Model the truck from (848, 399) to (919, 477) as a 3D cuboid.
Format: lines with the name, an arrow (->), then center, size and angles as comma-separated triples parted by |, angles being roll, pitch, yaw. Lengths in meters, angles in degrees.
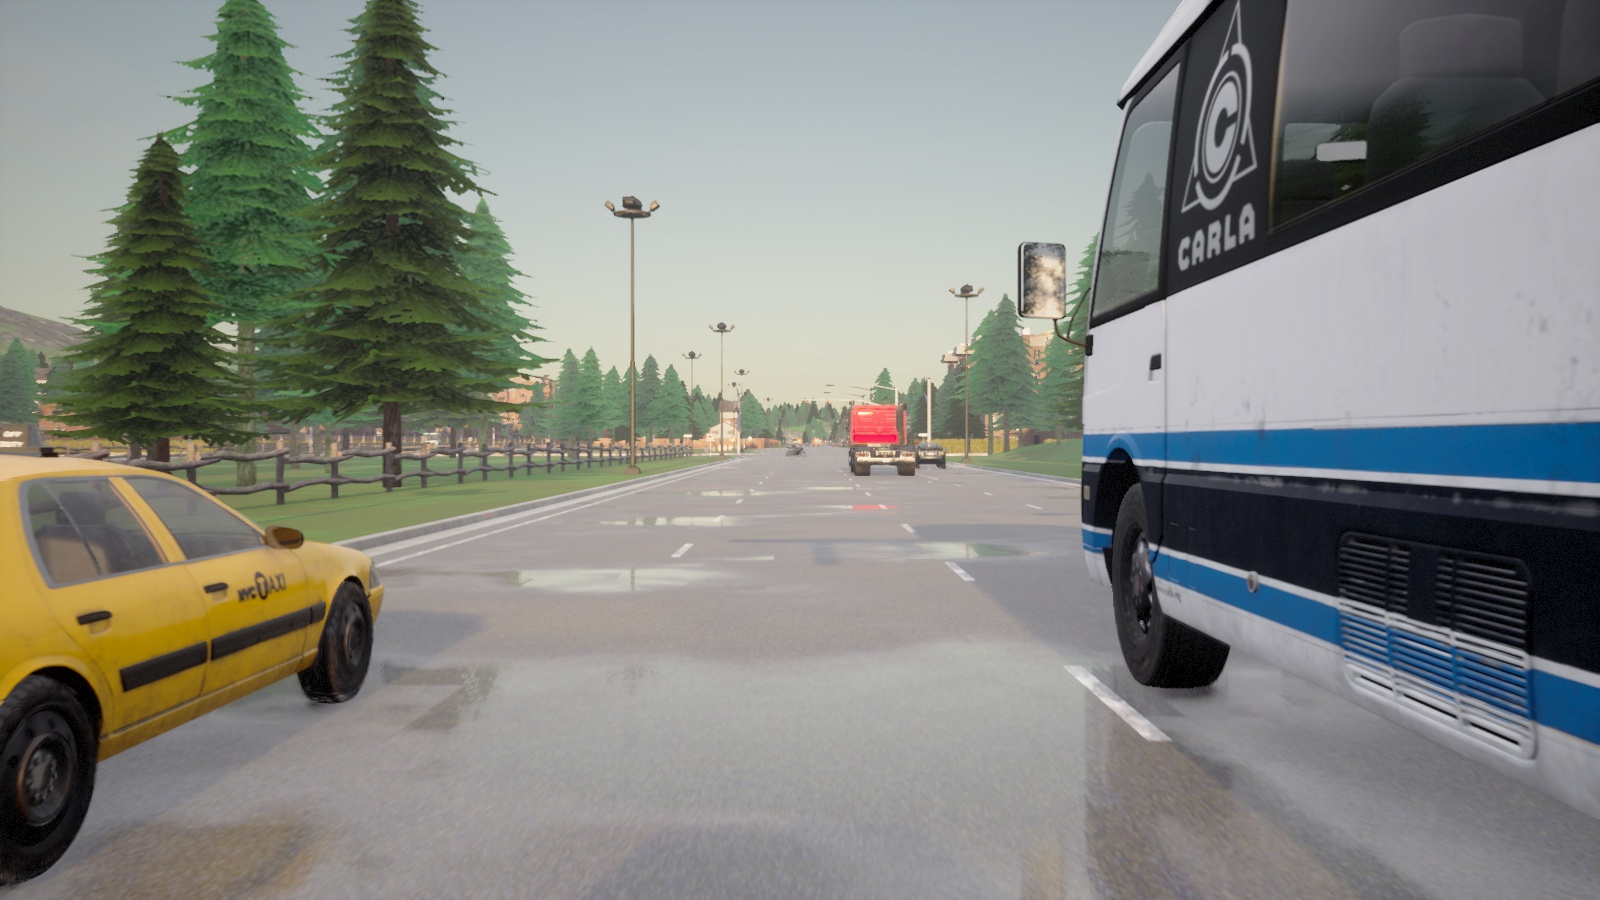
truck -> 3.859, -0.570, 59.930 | 2.891, 3.462, 7.936 | 0, 0, 0

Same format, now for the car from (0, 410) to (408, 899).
car -> -3.454, 0.652, 5.449 | 1.801, 1.575, 5.366 | 0, 0, 0

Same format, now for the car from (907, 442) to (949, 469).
car -> 7.434, 0.286, 73.260 | 2.007, 1.525, 4.514 | 0, 0, 0

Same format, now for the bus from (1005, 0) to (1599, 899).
bus -> 3.543, -0.653, 4.647 | 3.944, 4.253, 10.273 | 0, 0, 0
